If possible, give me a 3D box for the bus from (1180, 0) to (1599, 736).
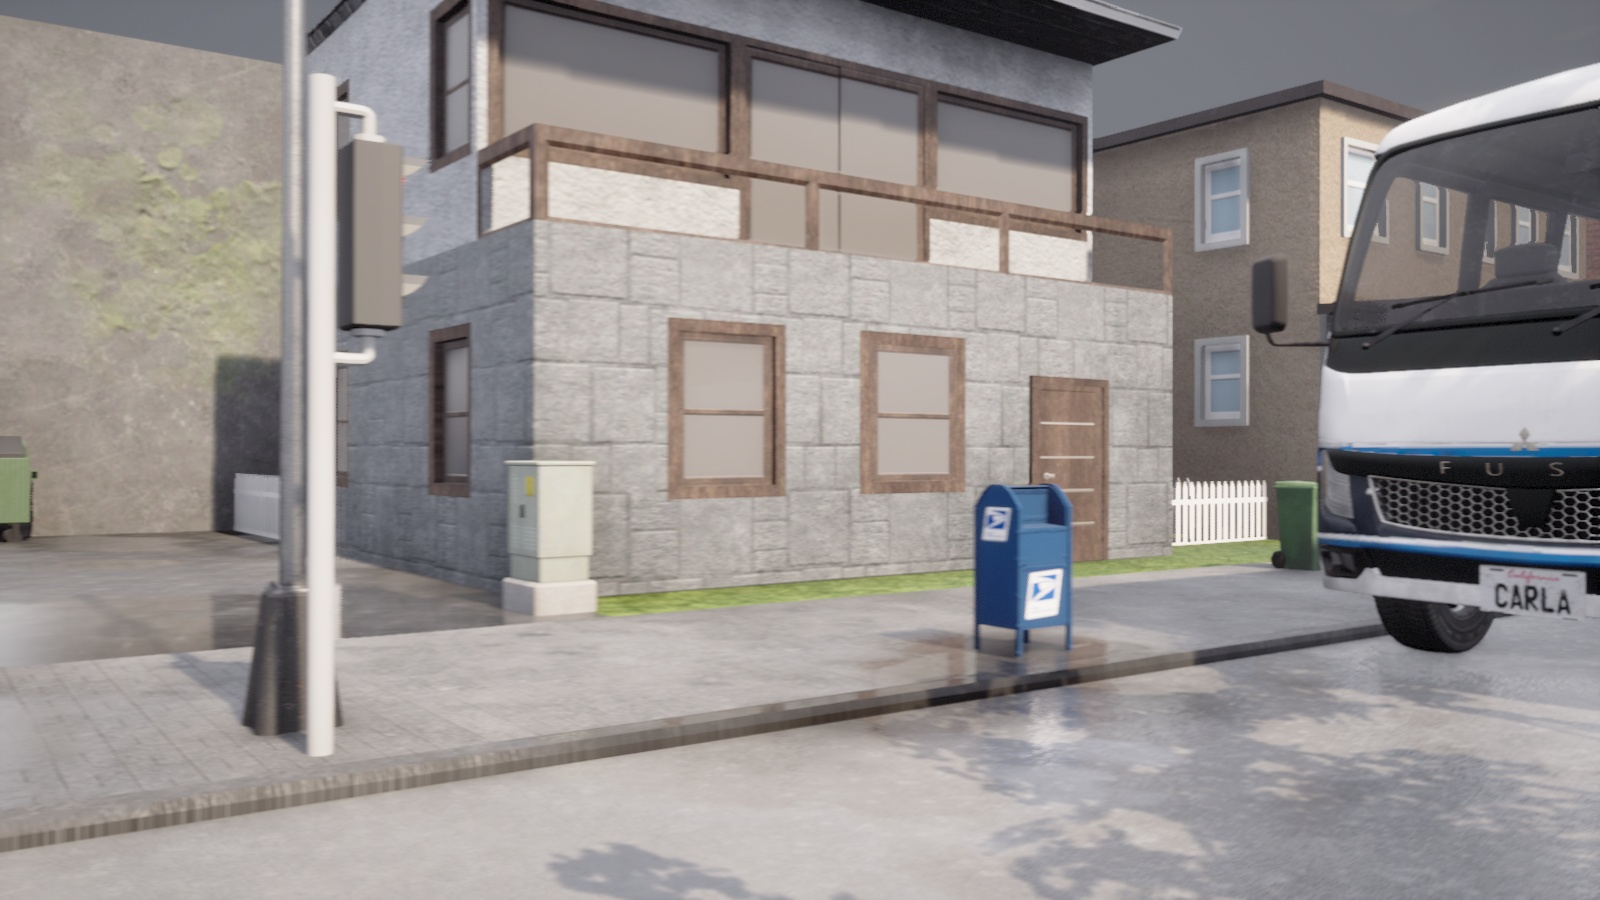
[{"bbox_3d":[7.999,-0.623,10.120,10.273,4.253,3.944,0,0,-35],"label":"bus"}]
